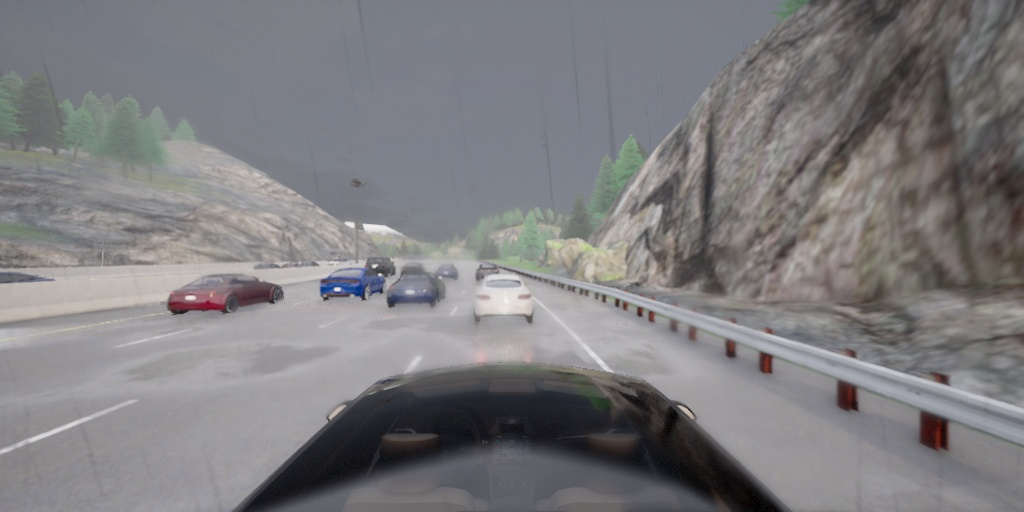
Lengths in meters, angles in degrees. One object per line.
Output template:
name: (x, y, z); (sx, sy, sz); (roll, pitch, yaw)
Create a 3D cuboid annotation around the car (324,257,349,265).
car: (-26.396, 1.233, 54.246); (2.150, 2.045, 5.566); (0, 0, -7)

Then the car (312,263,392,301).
car: (-7.760, 1.308, 17.959); (1.882, 1.535, 5.008); (0, 0, -5)

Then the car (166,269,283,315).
car: (-10.970, 1.387, 14.081); (1.994, 1.385, 4.181); (0, 0, -4)

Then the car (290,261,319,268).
car: (-29.652, 1.516, 52.019); (1.837, 1.490, 4.892); (0, 0, -7)

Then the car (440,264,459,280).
car: (-5.967, 1.448, 33.175); (1.994, 1.385, 4.181); (0, 0, -7)

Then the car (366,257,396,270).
car: (-13.485, 1.137, 36.946); (2.150, 2.045, 5.566); (0, 0, -7)

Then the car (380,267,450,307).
car: (-4.093, 1.377, 15.854); (1.994, 1.385, 4.181); (0, 0, -4)

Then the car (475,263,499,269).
car: (-2.049, 1.354, 29.983); (2.128, 1.511, 4.902); (0, 0, -7)

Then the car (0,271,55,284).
car: (-21.695, 1.375, 14.600); (1.812, 1.442, 4.674); (0, 0, -5)

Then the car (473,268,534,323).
car: (-0.322, 1.317, 12.226); (1.812, 1.442, 4.674); (0, 0, -3)

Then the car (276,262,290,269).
car: (-33.507, 1.594, 54.790); (1.994, 1.385, 4.181); (0, 0, -7)

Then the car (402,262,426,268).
car: (-9.893, 1.383, 36.406); (1.882, 1.535, 5.008); (0, 0, -7)
